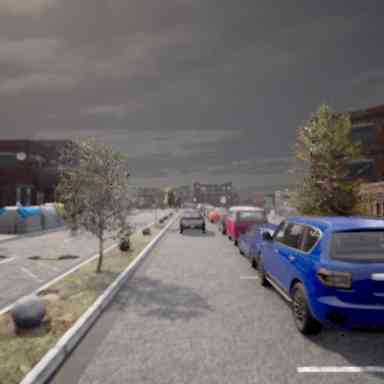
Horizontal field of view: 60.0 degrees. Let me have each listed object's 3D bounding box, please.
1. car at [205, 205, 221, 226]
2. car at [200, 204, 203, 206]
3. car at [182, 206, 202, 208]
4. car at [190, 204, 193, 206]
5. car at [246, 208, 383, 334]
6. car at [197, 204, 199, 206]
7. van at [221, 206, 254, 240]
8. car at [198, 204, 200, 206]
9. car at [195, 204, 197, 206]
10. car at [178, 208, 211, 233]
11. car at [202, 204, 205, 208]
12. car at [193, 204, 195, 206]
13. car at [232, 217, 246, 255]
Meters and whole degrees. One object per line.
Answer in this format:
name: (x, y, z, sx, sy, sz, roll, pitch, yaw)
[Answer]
car: (2.900, 2.321, 35.106, 2.185, 1.767, 4.553, 0, -1, 0)
car: (2.854, 2.760, 51.791, 2.185, 1.767, 4.553, 0, -2, 0)
car: (-0.016, 2.771, 42.473, 1.895, 1.301, 4.718, 0, -2, 0)
car: (1.549, 4.114, 90.536, 2.163, 1.488, 4.792, 0, -2, -5)
car: (2.978, 1.550, 7.572, 2.435, 2.045, 5.566, 0, -1, 0)
car: (2.799, 3.342, 68.243, 2.231, 1.521, 4.892, 0, -2, 0)
van: (2.947, 1.820, 18.699, 1.878, 1.987, 4.442, 0, -1, 0)
car: (2.823, 3.181, 62.725, 2.231, 1.521, 4.892, 0, -2, 0)
car: (2.424, 3.707, 79.326, 2.097, 1.535, 5.008, 0, -2, -3)
car: (0.030, 2.221, 25.136, 2.128, 1.511, 4.902, 0, -1, 0)
car: (2.870, 2.780, 46.295, 2.002, 1.452, 4.674, 0, -2, 0)
car: (2.060, 3.767, 84.839, 2.185, 1.767, 4.553, 0, -2, -4)
car: (2.963, 1.959, 13.052, 2.002, 1.452, 4.674, 0, -1, 0)
